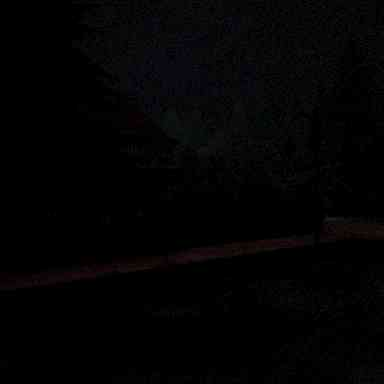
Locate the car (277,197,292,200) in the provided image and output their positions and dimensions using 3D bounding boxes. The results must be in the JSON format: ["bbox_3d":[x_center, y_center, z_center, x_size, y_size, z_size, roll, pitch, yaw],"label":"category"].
[{"bbox_3d":[8.074,1.191,29.601,2.097,1.767,4.553,0,0,-36],"label":"car"}]
